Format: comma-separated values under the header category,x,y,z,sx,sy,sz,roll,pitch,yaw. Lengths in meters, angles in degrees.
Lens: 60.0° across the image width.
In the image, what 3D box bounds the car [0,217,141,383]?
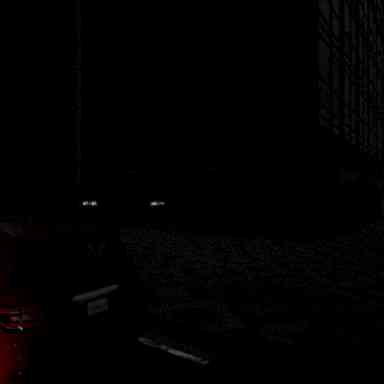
category,x,y,z,sx,sy,sz,roll,pitch,yaw
car,-2.956,1.302,4.959,5.009,1.841,2.192,0,0,36

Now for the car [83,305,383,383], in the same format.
category,x,y,z,sx,sy,sz,roll,pitch,yaw
car,1.633,1.567,1.684,4.313,1.339,1.947,0,0,36
